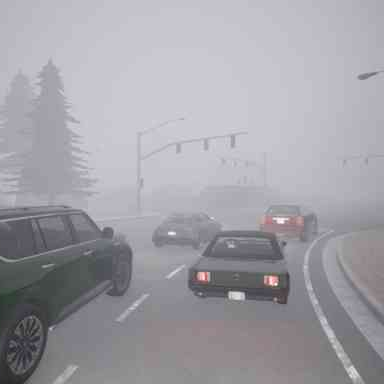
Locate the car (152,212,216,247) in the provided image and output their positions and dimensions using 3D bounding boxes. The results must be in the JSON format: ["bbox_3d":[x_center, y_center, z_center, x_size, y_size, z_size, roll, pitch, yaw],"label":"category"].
[{"bbox_3d":[-0.069,1.543,14.540,1.994,1.385,4.181,0,0,20],"label":"car"}]

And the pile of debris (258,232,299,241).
[{"bbox_3d":[4.249,2.141,16.199,1.500,0.140,1.860,0,0,29],"label":"pile of debris"}]

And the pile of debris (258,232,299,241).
[{"bbox_3d":[4.249,2.141,16.199,1.500,0.140,1.860,0,0,29],"label":"pile of debris"}]

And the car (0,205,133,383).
[{"bbox_3d":[-2.773,1.222,5.591,2.150,2.045,5.566,0,0,8],"label":"car"}]

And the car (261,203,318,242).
[{"bbox_3d":[4.869,1.316,16.437,2.097,1.767,4.553,0,0,28],"label":"car"}]

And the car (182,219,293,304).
[{"bbox_3d":[1.355,1.586,8.176,1.895,1.301,4.718,0,0,14],"label":"car"}]
